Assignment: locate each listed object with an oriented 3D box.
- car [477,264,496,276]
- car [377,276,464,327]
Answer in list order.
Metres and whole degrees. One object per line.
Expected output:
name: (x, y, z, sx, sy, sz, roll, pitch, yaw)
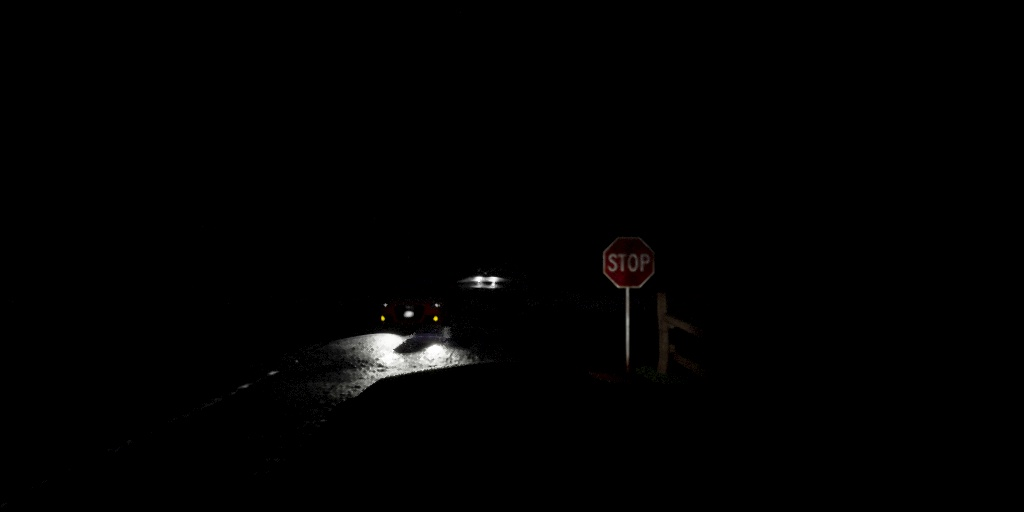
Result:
car: (-2.757, 1.521, 39.503, 1.895, 1.301, 4.718, 0, 0, 0)
car: (-2.743, 1.338, 11.558, 1.994, 1.385, 4.181, 0, 1, 0)
